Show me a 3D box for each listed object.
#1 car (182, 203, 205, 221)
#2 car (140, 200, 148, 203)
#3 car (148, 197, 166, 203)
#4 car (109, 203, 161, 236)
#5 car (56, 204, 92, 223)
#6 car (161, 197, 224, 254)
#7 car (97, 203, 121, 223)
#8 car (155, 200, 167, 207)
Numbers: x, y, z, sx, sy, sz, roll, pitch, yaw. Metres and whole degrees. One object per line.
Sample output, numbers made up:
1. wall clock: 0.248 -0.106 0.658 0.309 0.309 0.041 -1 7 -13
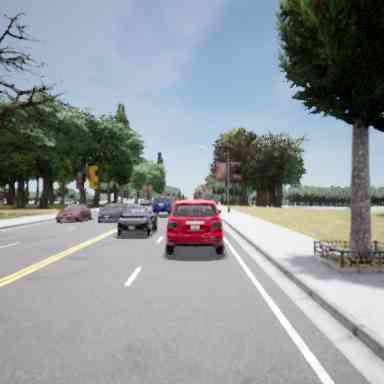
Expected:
1. car: 0.155 1.803 31.527 2.033 1.411 5.357 0 -1 0
2. car: -9.622 2.358 69.444 2.033 1.411 5.357 0 -1 0
3. car: -3.085 1.521 36.143 2.150 2.045 5.566 0 -1 0
4. car: -3.118 1.648 19.669 2.128 1.511 4.902 0 0 0
5. car: -9.798 1.749 28.006 1.812 1.442 4.674 0 0 0
6. car: 0.119 1.335 14.242 2.150 2.045 5.566 0 0 0
7. car: -6.549 1.728 27.979 1.837 1.490 4.892 0 0 0
8. car: -6.371 2.344 69.438 2.128 1.511 4.902 0 -1 0
